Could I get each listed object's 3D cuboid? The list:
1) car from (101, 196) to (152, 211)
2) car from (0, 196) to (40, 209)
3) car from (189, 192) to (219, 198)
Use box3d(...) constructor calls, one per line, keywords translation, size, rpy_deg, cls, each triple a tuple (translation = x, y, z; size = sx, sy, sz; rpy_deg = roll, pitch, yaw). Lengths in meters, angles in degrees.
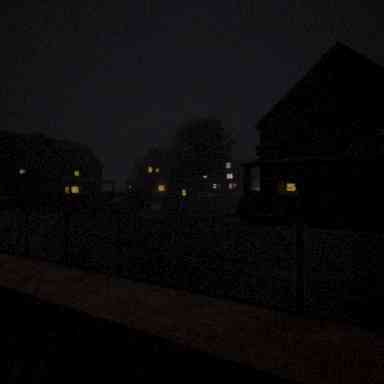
box3d(translation=(-5.950, 1.059, 29.778), size=(2.033, 1.411, 5.357), rpy_deg=(1, 2, 35), cls="car")
box3d(translation=(-12.050, 1.115, 21.084), size=(2.097, 1.767, 4.553), rpy_deg=(1, 2, 34), cls="car")
box3d(translation=(1.502, 0.757, 40.282), size=(2.033, 1.411, 5.357), rpy_deg=(1, 2, 35), cls="car")
